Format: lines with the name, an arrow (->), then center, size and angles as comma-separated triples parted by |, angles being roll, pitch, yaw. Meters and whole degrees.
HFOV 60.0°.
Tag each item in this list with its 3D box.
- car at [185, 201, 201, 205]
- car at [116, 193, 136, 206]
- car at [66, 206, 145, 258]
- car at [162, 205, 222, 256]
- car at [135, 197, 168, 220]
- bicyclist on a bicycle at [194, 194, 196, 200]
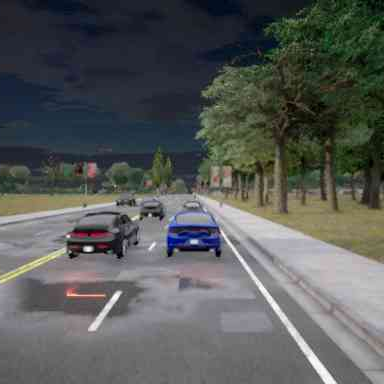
car -> 0.074, 1.496, 28.554 | 1.812, 1.442, 4.674 | 0, 0, 0
car -> -9.828, 1.192, 49.948 | 2.150, 2.045, 5.566 | 0, 0, 0
car -> -3.176, 1.488, 12.645 | 1.837, 1.490, 4.892 | 0, 0, 0
car -> 0.076, 1.460, 13.011 | 1.882, 1.535, 5.008 | 0, -1, 0
car -> -3.178, 1.478, 27.712 | 1.837, 1.490, 4.892 | 0, 0, 0
bicyclist on a bicycle -> 0.897, 1.442, 89.545 | 0.582, 1.620, 1.656 | 0, 0, 0
